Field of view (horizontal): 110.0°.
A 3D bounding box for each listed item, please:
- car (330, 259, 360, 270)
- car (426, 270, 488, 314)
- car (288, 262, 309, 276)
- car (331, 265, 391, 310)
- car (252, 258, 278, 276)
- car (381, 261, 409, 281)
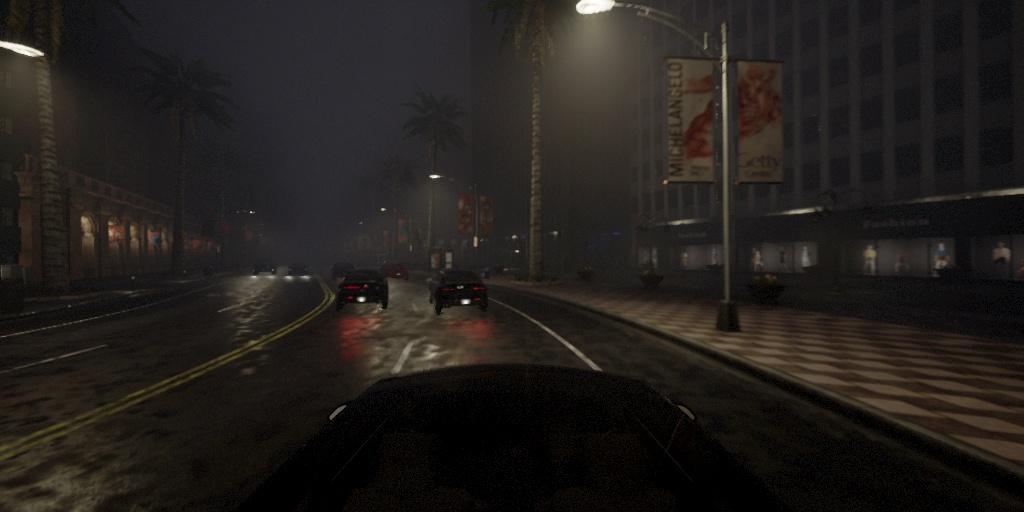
[{"bbox_3d":[-15.491,1.354,32.889,1.882,1.535,5.008,-1,0,-30],"label":"car"},{"bbox_3d":[-2.229,1.268,14.171,1.837,1.490,4.892,0,0,-17],"label":"car"},{"bbox_3d":[-24.347,1.432,40.930,1.882,1.535,5.008,-1,0,-30],"label":"car"},{"bbox_3d":[-6.211,1.305,15.136,1.837,1.490,4.892,0,0,-20],"label":"car"},{"bbox_3d":[-29.571,1.227,43.012,2.150,2.045,5.566,-1,0,-30],"label":"car"},{"bbox_3d":[-10.272,1.306,30.771,1.882,1.535,5.008,-1,0,-29],"label":"car"}]
